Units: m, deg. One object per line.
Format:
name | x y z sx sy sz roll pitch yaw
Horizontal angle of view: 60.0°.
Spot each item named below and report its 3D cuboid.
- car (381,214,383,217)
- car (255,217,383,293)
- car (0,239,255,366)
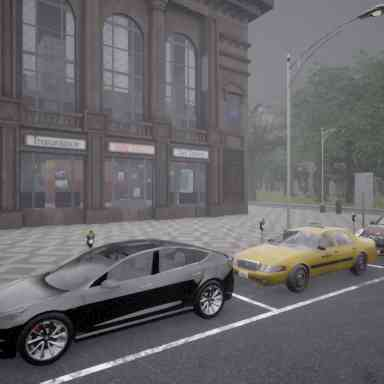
car | 7.676 1.441 12.144 4.097 1.590 1.967 0 0 -36
car | 3.115 1.526 8.882 4.829 1.417 1.752 0 0 -36
car | -1.170 1.566 5.818 4.313 1.339 1.947 0 0 -36
